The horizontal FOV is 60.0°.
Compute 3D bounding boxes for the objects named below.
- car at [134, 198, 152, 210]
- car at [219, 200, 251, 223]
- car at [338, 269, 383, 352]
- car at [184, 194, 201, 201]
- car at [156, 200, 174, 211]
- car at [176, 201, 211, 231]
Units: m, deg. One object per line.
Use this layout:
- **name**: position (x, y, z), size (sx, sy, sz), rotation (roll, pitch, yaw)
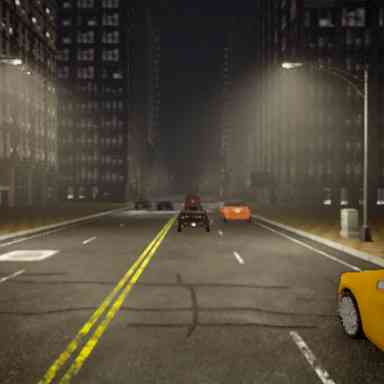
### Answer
- **car**: position (-6.571, 1.601, 44.782), size (2.128, 1.511, 4.902), rotation (0, 0, 0)
- **car**: position (3.343, 1.422, 26.520), size (2.097, 1.767, 4.553), rotation (0, 0, 0)
- **car**: position (3.349, 1.488, 3.540), size (1.882, 1.535, 5.008), rotation (0, 0, 0)
- **car**: position (0.084, 1.334, 46.110), size (2.150, 2.045, 5.566), rotation (0, 0, 0)
- **car**: position (-3.335, 1.667, 41.425), size (1.994, 1.385, 4.181), rotation (0, 0, 0)
- **car**: position (0.094, 1.561, 20.968), size (1.837, 1.490, 4.892), rotation (0, 0, 0)
